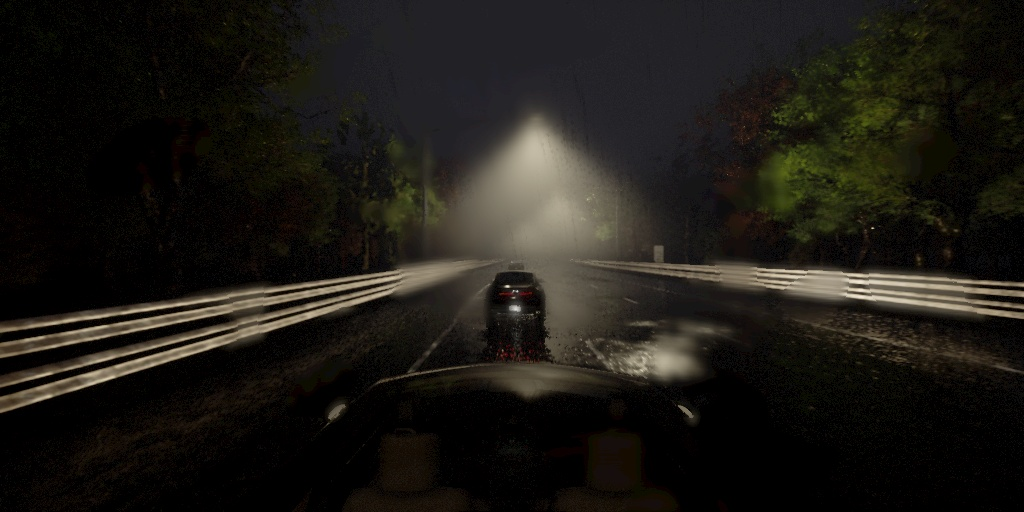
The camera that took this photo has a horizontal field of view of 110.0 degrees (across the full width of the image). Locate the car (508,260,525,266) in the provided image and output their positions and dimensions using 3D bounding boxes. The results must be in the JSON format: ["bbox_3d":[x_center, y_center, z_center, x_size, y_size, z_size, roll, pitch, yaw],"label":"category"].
[{"bbox_3d":[0.551,1.239,44.299,2.128,1.511,4.902,0,0,1],"label":"car"}]

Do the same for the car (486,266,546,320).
[{"bbox_3d":[0.140,1.255,12.561,1.837,1.490,4.892,0,0,0],"label":"car"}]
